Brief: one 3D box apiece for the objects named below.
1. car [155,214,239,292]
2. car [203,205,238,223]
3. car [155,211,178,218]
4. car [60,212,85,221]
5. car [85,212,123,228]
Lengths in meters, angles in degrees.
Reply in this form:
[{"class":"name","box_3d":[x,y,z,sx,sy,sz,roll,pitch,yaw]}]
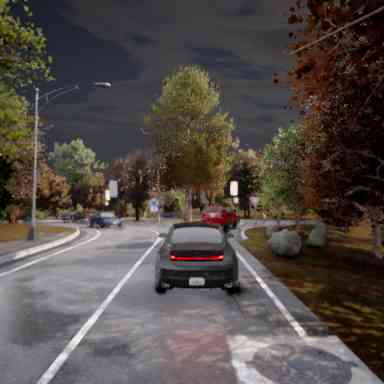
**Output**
[{"class":"car","box_3d":[0.115,1.549,8.950,1.837,1.490,4.892,0,-1,0]},{"class":"car","box_3d":[2.496,2.131,28.856,2.150,2.045,5.566,-2,-3,18]},{"class":"car","box_3d":[-4.910,4.598,65.705,4.892,1.490,1.837,2,-4,-6]},{"class":"car","box_3d":[-18.963,3.950,53.373,1.837,1.490,4.892,-2,-5,17]},{"class":"car","box_3d":[-7.928,2.534,30.451,1.812,1.442,4.674,3,-5,-35]}]
